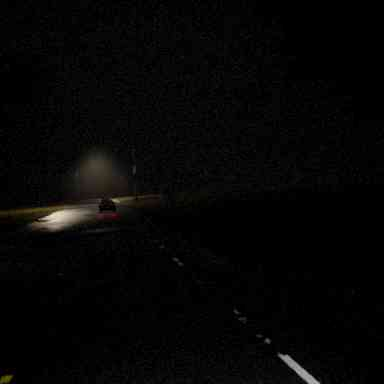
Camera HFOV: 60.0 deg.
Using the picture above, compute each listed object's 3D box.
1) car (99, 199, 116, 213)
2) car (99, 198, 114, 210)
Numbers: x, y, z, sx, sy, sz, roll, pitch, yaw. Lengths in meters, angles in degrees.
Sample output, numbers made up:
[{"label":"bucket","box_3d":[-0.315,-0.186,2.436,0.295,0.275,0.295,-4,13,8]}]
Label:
[{"label":"car","box_3d":[-10.397,1.675,40.924,1.882,1.535,5.008,-3,1,-14]},{"label":"car","box_3d":[-12.711,1.754,49.524,1.994,1.385,4.181,-3,1,-15]}]
